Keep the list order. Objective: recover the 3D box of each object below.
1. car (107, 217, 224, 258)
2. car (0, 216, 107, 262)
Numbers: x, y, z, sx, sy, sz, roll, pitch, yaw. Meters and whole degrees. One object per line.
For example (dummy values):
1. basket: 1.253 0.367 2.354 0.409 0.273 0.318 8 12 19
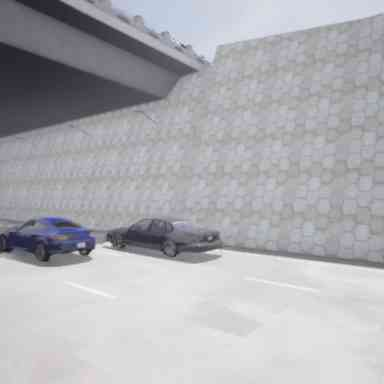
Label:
1. car: -1.313 1.747 13.793 5.357 1.411 2.033 0 -1 38
2. car: -5.555 1.657 12.685 4.674 1.442 1.812 -1 -2 38
